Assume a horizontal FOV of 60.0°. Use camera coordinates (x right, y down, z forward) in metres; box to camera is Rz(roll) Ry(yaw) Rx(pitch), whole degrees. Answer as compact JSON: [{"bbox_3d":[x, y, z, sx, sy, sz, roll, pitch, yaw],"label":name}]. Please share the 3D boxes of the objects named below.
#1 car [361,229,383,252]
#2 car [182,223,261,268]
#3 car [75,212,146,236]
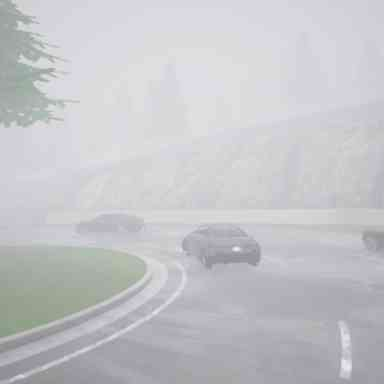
[{"bbox_3d":[8.354,1.745,12.123,1.895,1.301,4.718,-1,-1,-7],"label":"car"},{"bbox_3d":[0.968,1.864,12.659,1.994,1.385,4.181,-1,-1,-13],"label":"car"},{"bbox_3d":[-5.602,2.178,22.765,4.892,1.490,1.837,-2,-3,15],"label":"car"}]
